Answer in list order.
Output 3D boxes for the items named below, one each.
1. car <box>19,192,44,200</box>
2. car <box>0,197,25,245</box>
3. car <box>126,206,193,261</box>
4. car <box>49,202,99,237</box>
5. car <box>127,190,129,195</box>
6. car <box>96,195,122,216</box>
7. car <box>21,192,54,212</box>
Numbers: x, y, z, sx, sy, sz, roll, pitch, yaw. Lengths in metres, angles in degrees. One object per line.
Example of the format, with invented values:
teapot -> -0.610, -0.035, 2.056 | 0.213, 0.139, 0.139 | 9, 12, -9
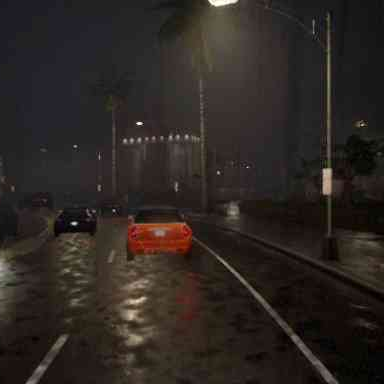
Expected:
car -> -34.202, 0.856, 70.833 | 4.553, 1.767, 2.185 | 0, 0, 22
car -> -9.048, 1.275, 14.444 | 2.097, 1.767, 4.553 | 0, 0, -15
car -> -1.287, 1.270, 12.258 | 2.097, 1.767, 4.553 | 0, 0, -8
car -> -6.133, 1.458, 17.719 | 1.994, 1.385, 4.181 | 0, 0, -16
car -> -14.419, 0.943, 75.272 | 4.674, 1.452, 2.002 | 0, 0, 22
car -> -7.800, 1.319, 30.075 | 1.837, 1.490, 4.892 | 0, 0, -31
car -> -17.176, 1.014, 36.508 | 2.150, 2.045, 5.566 | 0, 0, -45
